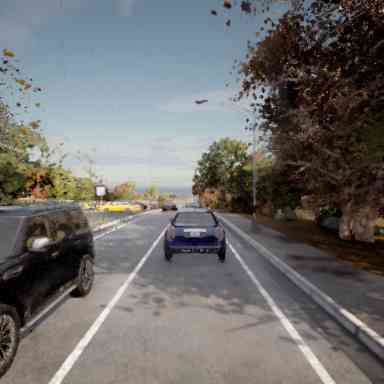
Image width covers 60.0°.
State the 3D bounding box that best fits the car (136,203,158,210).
[{"bbox_3d":[-10.313,3.273,76.037,4.674,1.452,2.002,0,-2,0],"label":"car"}]

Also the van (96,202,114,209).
[{"bbox_3d":[-23.498,3.678,89.918,4.442,1.987,1.878,0,-3,0],"label":"van"}]

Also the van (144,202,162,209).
[{"bbox_3d":[-10.186,3.517,87.124,4.442,1.987,1.878,0,-3,0],"label":"van"}]

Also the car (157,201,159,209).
[{"bbox_3d":[-10.282,3.150,73.262,4.792,1.488,2.163,0,-2,0],"label":"car"}]

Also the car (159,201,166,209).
[{"bbox_3d":[-3.316,2.174,49.119,1.882,1.535,5.008,0,-2,0],"label":"car"}]

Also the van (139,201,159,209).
[{"bbox_3d":[-10.192,3.120,78.822,4.442,1.987,1.878,0,-2,0],"label":"van"}]

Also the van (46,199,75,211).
[{"bbox_3d":[-23.518,2.341,59.617,4.442,1.987,1.878,0,-2,0],"label":"van"}]

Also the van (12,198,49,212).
[{"bbox_3d":[-23.526,1.911,48.426,4.442,1.987,1.878,0,-2,0],"label":"van"}]

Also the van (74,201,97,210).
[{"bbox_3d":[-23.509,2.904,73.457,4.442,1.987,1.878,0,-2,0],"label":"van"}]

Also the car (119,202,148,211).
[{"bbox_3d":[-10.351,2.586,59.394,4.792,1.488,2.163,0,-2,0],"label":"car"}]

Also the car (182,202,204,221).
[{"bbox_3d":[0.103,1.733,30.557,1.837,1.490,4.892,0,-1,0],"label":"car"}]

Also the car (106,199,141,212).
[{"bbox_3d":[-10.145,2.040,45.539,5.366,1.575,1.946,0,-2,0],"label":"car"}]

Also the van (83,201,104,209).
[{"bbox_3d":[-23.271,3.129,78.992,4.442,1.987,1.878,0,-2,0],"label":"van"}]

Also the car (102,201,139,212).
[{"bbox_3d":[-10.334,2.133,48.307,4.892,1.521,2.231,0,-2,0],"label":"car"}]

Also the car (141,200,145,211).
[{"bbox_3d":[-10.333,2.229,51.077,5.008,1.535,2.097,0,-2,0],"label":"car"}]

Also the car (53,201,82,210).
[{"bbox_3d":[-23.368,2.554,62.380,4.553,1.767,2.185,0,-2,0],"label":"car"}]

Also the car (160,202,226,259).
[{"bbox_3d":[0.101,1.396,12.950,2.097,1.767,4.553,0,0,0],"label":"car"}]

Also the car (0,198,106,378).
[{"bbox_3d":[-3.350,1.239,5.753,2.150,2.045,5.566,0,0,0],"label":"car"}]

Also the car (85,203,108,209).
[{"bbox_3d":[-23.391,3.467,81.751,5.008,1.535,2.097,0,-2,0],"label":"car"}]

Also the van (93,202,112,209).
[{"bbox_3d":[-23.499,3.528,87.277,4.442,1.987,1.878,0,-3,0],"label":"van"}]

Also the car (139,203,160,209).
[{"bbox_3d":[-10.336,3.488,81.591,4.792,1.488,2.163,0,-3,0],"label":"car"}]

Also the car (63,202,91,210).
[{"bbox_3d":[-23.390,2.904,67.912,5.008,1.535,2.097,0,-2,0],"label":"car"}]

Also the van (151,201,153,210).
[{"bbox_3d":[-10.434,2.557,64.952,4.442,1.987,1.878,0,-2,0],"label":"van"}]

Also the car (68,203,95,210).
[{"bbox_3d":[-23.388,3.018,70.680,4.892,1.521,2.231,0,-2,0],"label":"car"}]

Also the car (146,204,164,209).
[{"bbox_3d":[-10.294,4.057,92.655,5.008,1.535,2.097,0,-3,0],"label":"car"}]

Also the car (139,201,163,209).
[{"bbox_3d":[-10.333,3.335,84.354,5.566,2.045,2.435,0,-3,0],"label":"car"}]

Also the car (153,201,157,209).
[{"bbox_3d":[-10.321,2.895,67.717,5.008,1.535,2.097,0,-2,0],"label":"car"}]

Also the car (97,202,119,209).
[{"bbox_3d":[-23.351,3.809,92.685,5.566,2.045,2.435,0,-3,0],"label":"car"}]

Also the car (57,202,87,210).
[{"bbox_3d":[-23.392,2.787,65.019,5.008,1.535,2.097,0,-2,0],"label":"car"}]

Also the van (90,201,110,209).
[{"bbox_3d":[-23.268,3.363,84.378,4.442,1.987,1.878,0,-3,0],"label":"van"}]

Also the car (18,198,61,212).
[{"bbox_3d":[-23.434,1.986,51.317,5.566,2.045,2.435,0,-2,0],"label":"car"}]

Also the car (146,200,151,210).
[{"bbox_3d":[-10.295,2.193,56.631,5.566,2.045,2.435,0,-2,0],"label":"car"}]

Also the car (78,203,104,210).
[{"bbox_3d":[-23.205,3.239,76.217,5.366,1.575,1.946,0,-2,0],"label":"car"}]
